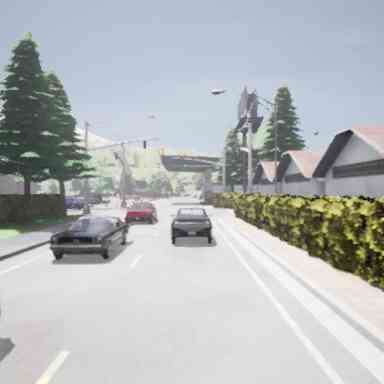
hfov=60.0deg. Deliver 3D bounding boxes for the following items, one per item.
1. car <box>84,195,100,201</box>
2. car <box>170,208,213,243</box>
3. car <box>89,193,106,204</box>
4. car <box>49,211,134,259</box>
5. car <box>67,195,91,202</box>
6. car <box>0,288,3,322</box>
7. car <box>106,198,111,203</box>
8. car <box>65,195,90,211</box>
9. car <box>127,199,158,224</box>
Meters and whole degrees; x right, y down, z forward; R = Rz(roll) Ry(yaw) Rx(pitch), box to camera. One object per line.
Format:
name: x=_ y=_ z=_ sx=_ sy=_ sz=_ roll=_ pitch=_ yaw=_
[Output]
car: x=-24.719 y=1.416 z=82.314 sx=3.633 sy=1.501 sz=1.845 roll=0 pitch=0 yaw=-1
car: x=-0.023 y=1.502 z=16.139 sx=2.128 sy=1.511 sz=4.902 roll=0 pitch=0 yaw=-1
car: x=-17.239 y=1.144 z=56.682 sx=3.866 sy=1.878 sz=1.905 roll=0 pitch=0 yaw=-1
car: x=-3.686 y=1.616 z=12.776 sx=1.895 sy=1.301 sz=4.718 roll=0 pitch=0 yaw=0
car: x=-24.618 y=1.388 z=72.321 sx=4.514 sy=1.523 sz=2.007 roll=0 pitch=0 yaw=-1
car: x=-3.612 y=1.486 z=2.655 sx=1.882 sy=1.535 sz=5.008 roll=0 pitch=0 yaw=0
car: x=-16.675 y=1.429 z=60.015 sx=3.806 sy=1.475 sz=1.970 roll=0 pitch=0 yaw=-1
car: x=-14.409 y=1.384 z=37.687 sx=4.674 sy=1.442 sz=1.812 roll=0 pitch=0 yaw=0
car: x=-3.698 y=1.528 z=24.953 sx=1.882 sy=1.535 sz=5.008 roll=0 pitch=0 yaw=0
